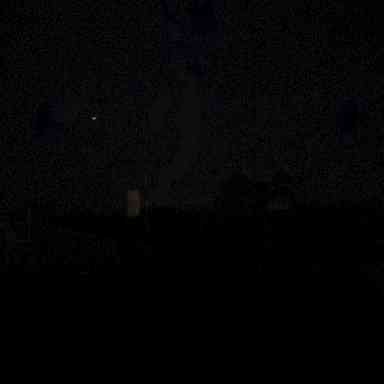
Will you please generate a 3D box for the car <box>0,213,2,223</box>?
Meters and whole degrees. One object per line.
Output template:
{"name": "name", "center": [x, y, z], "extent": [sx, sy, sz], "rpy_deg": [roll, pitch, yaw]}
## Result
{"name": "car", "center": [-26.730, 3.274, 44.239], "extent": [2.097, 1.767, 4.553], "rpy_deg": [-2, -1, -36]}
